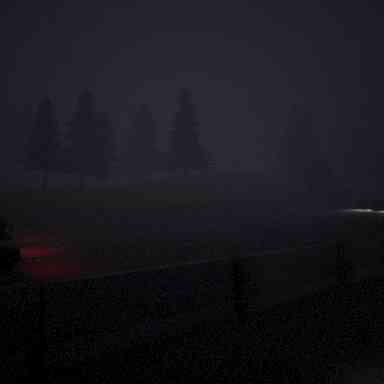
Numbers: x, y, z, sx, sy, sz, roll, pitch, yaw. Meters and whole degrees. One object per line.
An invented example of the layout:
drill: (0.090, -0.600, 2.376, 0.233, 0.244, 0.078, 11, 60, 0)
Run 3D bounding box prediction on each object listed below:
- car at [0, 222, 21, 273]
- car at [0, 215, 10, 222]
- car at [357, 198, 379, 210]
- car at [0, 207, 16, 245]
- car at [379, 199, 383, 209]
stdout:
car: (-6.752, 1.592, 7.773, 4.718, 1.301, 1.895, 0, 0, -35)
car: (-8.646, 1.470, 10.721, 5.008, 1.535, 1.882, 0, 0, -35)
car: (22.333, 1.445, 41.348, 4.181, 1.385, 1.994, -1, 1, -35)
car: (-10.259, 1.488, 13.869, 4.902, 1.511, 2.128, 0, 0, -35)
car: (24.374, 1.428, 38.502, 5.357, 1.411, 2.033, -1, 1, -35)
